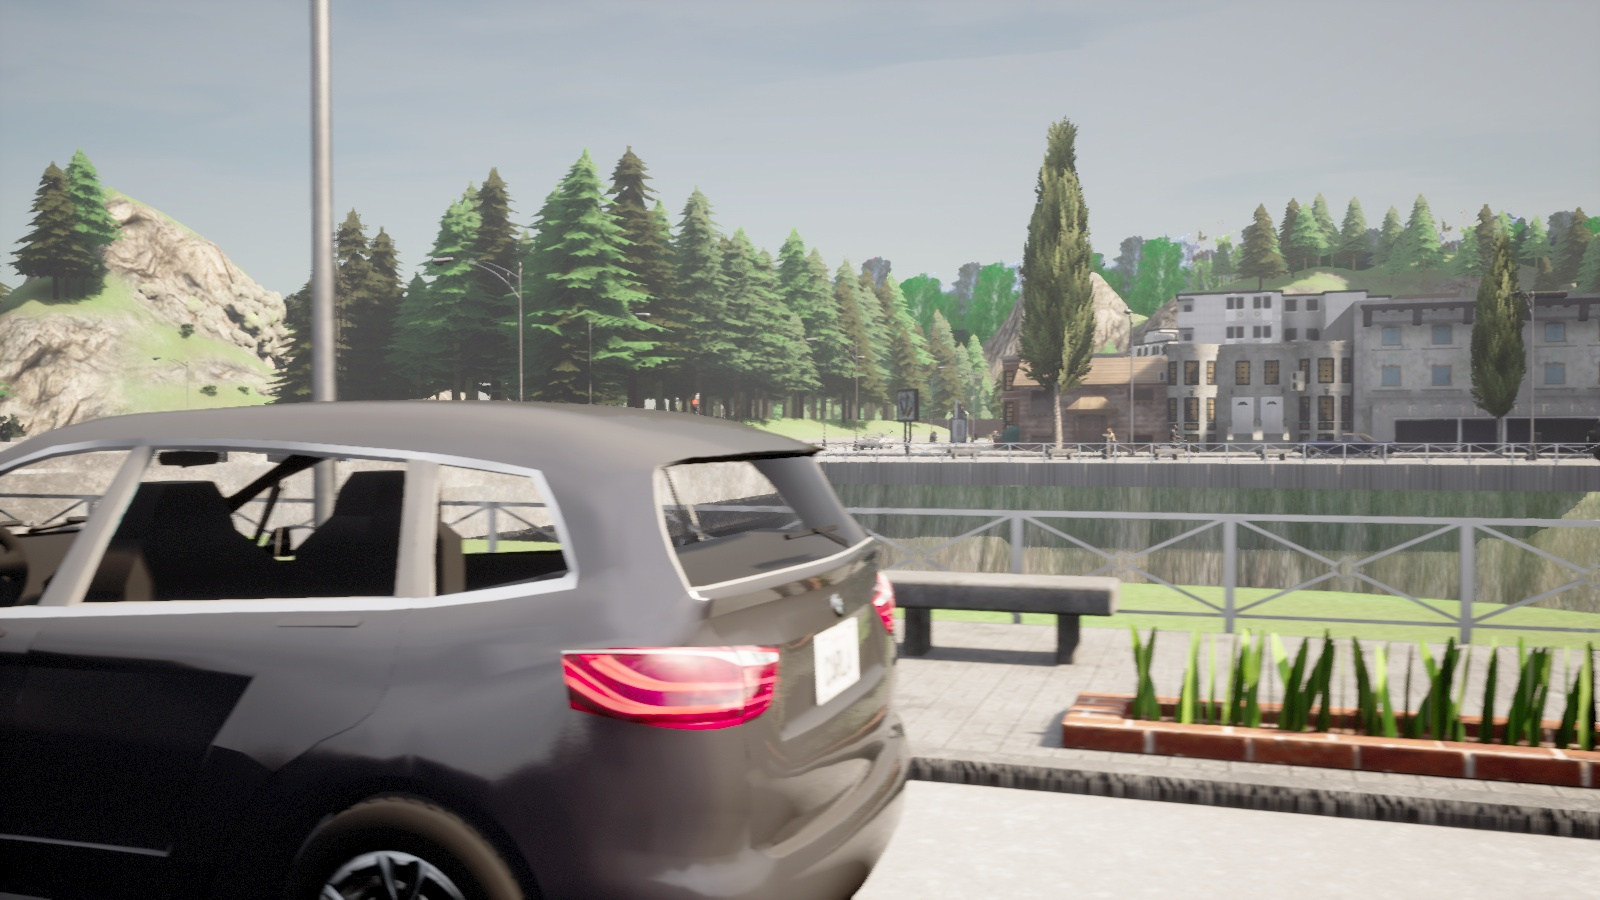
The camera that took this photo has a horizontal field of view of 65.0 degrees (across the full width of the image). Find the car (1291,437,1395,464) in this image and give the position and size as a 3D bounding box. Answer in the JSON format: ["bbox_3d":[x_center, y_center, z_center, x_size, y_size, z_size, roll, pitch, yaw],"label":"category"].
[{"bbox_3d":[27.493,0.009,63.725,4.718,1.301,1.895,1,1,19],"label":"car"}]

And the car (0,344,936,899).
[{"bbox_3d":[-2.033,0.591,4.404,4.611,1.667,2.242,0,1,19],"label":"car"}]

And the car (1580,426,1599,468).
[{"bbox_3d":[37.391,-0.137,56.173,3.866,1.878,1.905,1,1,19],"label":"car"}]
